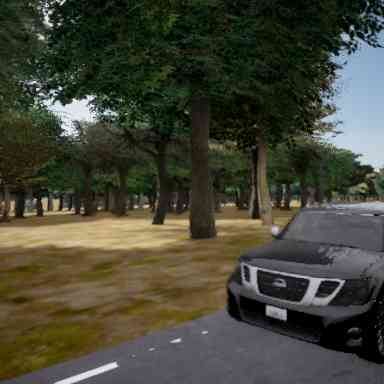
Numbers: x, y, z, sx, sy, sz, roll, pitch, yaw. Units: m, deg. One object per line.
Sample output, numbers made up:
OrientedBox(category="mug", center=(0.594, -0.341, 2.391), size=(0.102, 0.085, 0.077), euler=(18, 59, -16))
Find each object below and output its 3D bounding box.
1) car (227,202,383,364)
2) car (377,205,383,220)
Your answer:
OrientedBox(category="car", center=(3.006, 1.240, 6.382), size=(2.150, 2.045, 5.566), euler=(0, 0, 44))
OrientedBox(category="car", center=(19.693, 2.016, 32.711), size=(1.812, 1.442, 4.674), euler=(0, -1, 20))
